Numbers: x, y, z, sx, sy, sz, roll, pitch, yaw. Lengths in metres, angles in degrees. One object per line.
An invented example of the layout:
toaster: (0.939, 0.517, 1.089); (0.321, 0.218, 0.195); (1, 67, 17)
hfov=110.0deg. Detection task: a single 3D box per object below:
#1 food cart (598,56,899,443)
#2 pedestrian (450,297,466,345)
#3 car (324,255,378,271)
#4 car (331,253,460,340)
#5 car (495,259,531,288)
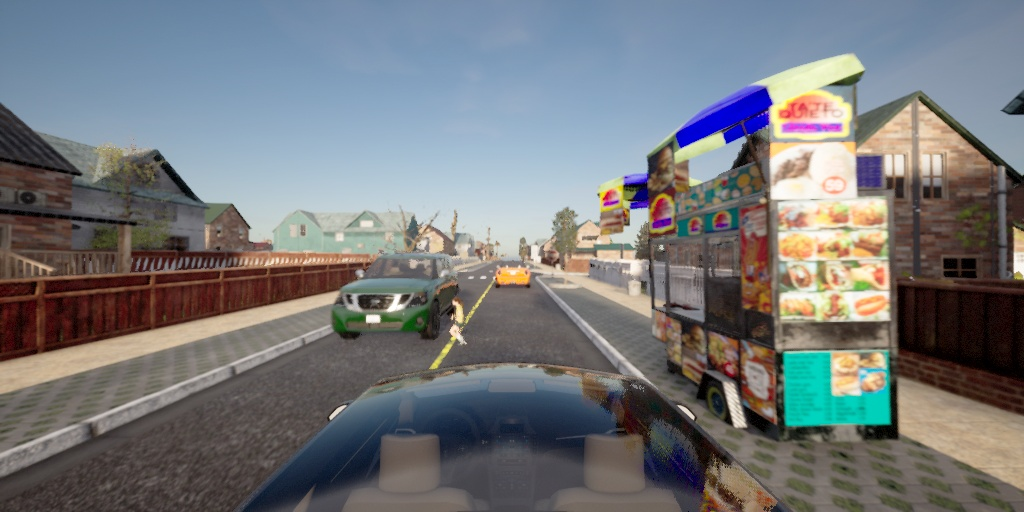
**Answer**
food cart: (3.010, 0.194, 5.206); (2.280, 3.560, 4.660); (0, 0, 0)
pedestrian: (-1.156, 1.387, 7.837); (0.500, 1.100, 0.500); (1, -1, -3)
car: (-16.858, 0.745, 37.721); (4.892, 1.490, 1.837); (1, -1, 0)
car: (-2.846, 0.922, 10.126); (2.150, 2.045, 5.566); (0, 0, 0)
car: (0.069, 0.988, 22.648); (2.097, 1.767, 4.553); (0, 0, 0)
